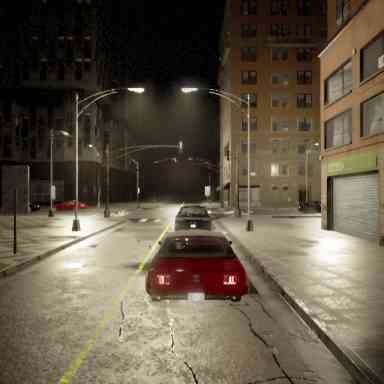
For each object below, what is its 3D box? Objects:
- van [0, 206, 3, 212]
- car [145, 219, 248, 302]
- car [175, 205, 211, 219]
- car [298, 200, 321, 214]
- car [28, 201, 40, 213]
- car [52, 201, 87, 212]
[{"bbox_3d":[-20.193,1.426,30.716,3.998,1.788,1.690,0,0,0],"label":"van"},{"bbox_3d":[0.079,1.601,8.213,1.895,1.301,4.718,0,0,0],"label":"car"},{"bbox_3d":[0.054,1.474,18.362,1.882,1.535,5.008,0,0,0],"label":"car"},{"bbox_3d":[12.032,1.414,30.761,4.313,1.339,1.947,0,0,0],"label":"car"},{"bbox_3d":[-20.212,1.726,39.240,4.313,1.339,1.947,0,0,0],"label":"car"},{"bbox_3d":[-14.564,1.702,39.248,4.206,1.307,1.802,0,0,0],"label":"car"}]
